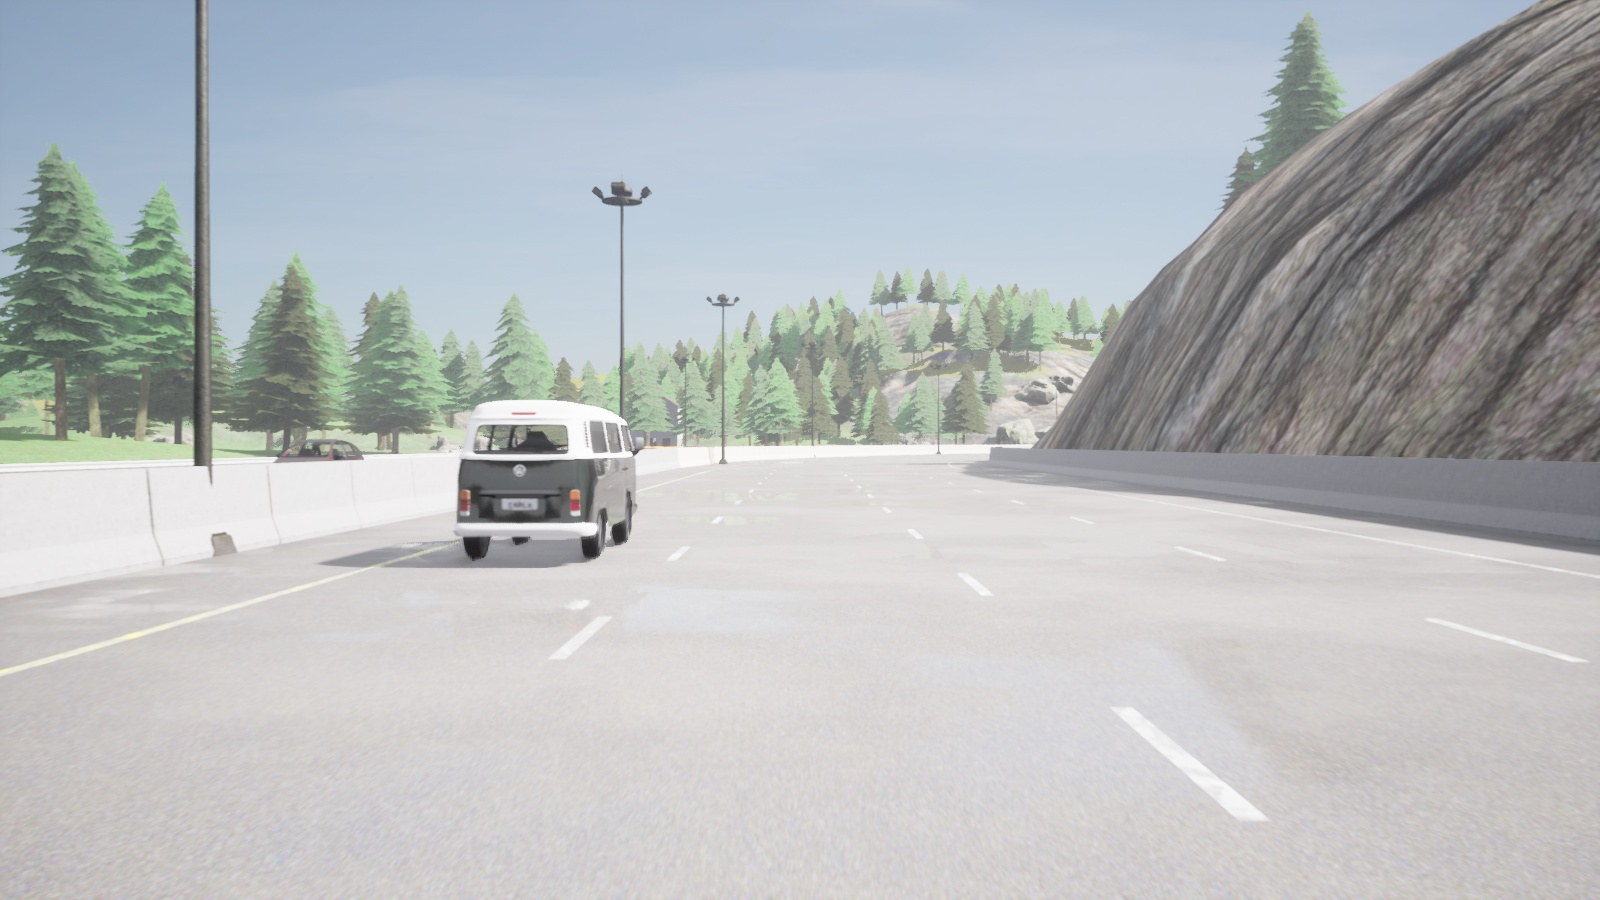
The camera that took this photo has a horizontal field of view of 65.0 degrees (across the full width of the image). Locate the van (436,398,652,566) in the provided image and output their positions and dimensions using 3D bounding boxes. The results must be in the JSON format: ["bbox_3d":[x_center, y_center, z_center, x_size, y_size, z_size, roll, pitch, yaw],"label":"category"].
[{"bbox_3d":[-3.385,0.370,17.530,2.069,2.038,4.480,0,1,0],"label":"van"}]

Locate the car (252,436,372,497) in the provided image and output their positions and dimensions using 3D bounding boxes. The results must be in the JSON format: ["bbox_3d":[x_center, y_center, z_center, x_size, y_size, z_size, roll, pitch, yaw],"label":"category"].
[{"bbox_3d":[-13.782,0.432,35.718,1.851,1.617,3.988,0,0,0],"label":"car"}]
